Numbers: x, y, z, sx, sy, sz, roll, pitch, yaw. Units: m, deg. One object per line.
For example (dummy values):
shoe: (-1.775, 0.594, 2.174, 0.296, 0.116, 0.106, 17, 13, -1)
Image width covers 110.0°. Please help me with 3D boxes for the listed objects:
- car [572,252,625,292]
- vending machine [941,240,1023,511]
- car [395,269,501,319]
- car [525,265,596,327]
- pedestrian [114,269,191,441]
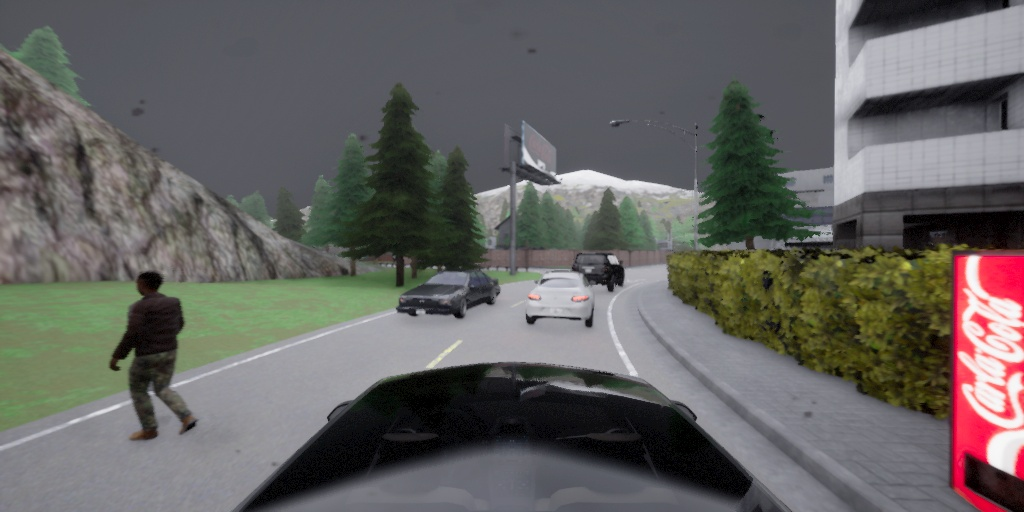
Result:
car: (4.968, 0.812, 20.403, 2.150, 2.045, 5.566, 0, 1, 25)
vending machine: (3.848, 0.947, 2.297, 1.100, 2.100, 0.880, 0, 0, 3)
car: (-1.905, 1.194, 12.765, 2.033, 1.411, 5.357, 0, 1, 15)
car: (1.610, 1.193, 11.213, 1.812, 1.442, 4.674, 0, 1, 13)
pedestrian: (-3.843, 1.017, 3.850, 0.375, 1.860, 0.375, 0, 1, 4)
